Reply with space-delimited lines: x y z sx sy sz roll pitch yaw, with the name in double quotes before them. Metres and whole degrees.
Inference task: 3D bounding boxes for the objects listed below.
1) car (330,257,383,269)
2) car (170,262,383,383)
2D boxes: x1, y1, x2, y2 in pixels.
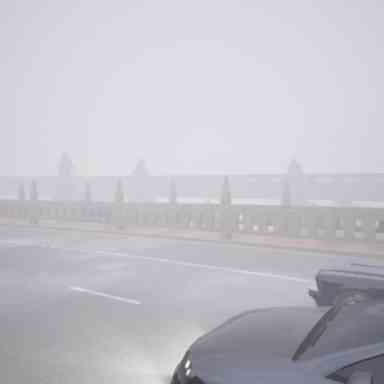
"car" 4.340 1.573 5.065 4.718 1.301 1.895 0 0 35
"car" 1.835 1.550 2.473 4.181 1.385 1.994 0 0 35
